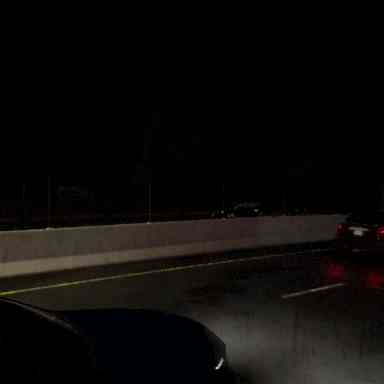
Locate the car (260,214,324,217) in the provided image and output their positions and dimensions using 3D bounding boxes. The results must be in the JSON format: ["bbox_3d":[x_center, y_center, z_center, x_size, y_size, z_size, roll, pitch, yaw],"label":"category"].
[{"bbox_3d":[6.192,1.589,19.261,4.718,1.301,1.895,0,0,-25],"label":"car"}]

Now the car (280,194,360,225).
[{"bbox_3d":[9.485,1.206,24.543,5.566,2.045,2.150,0,0,-23],"label":"car"}]

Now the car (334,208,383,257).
[{"bbox_3d":[7.253,1.343,11.719,4.553,1.767,2.097,0,0,-27],"label":"car"}]

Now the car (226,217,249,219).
[{"bbox_3d":[3.777,1.479,25.799,4.902,1.511,2.128,0,0,-25],"label":"car"}]

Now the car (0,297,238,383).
[{"bbox_3d":[-1.768,1.526,2.360,4.674,1.442,1.812,0,0,-35],"label":"car"}]
